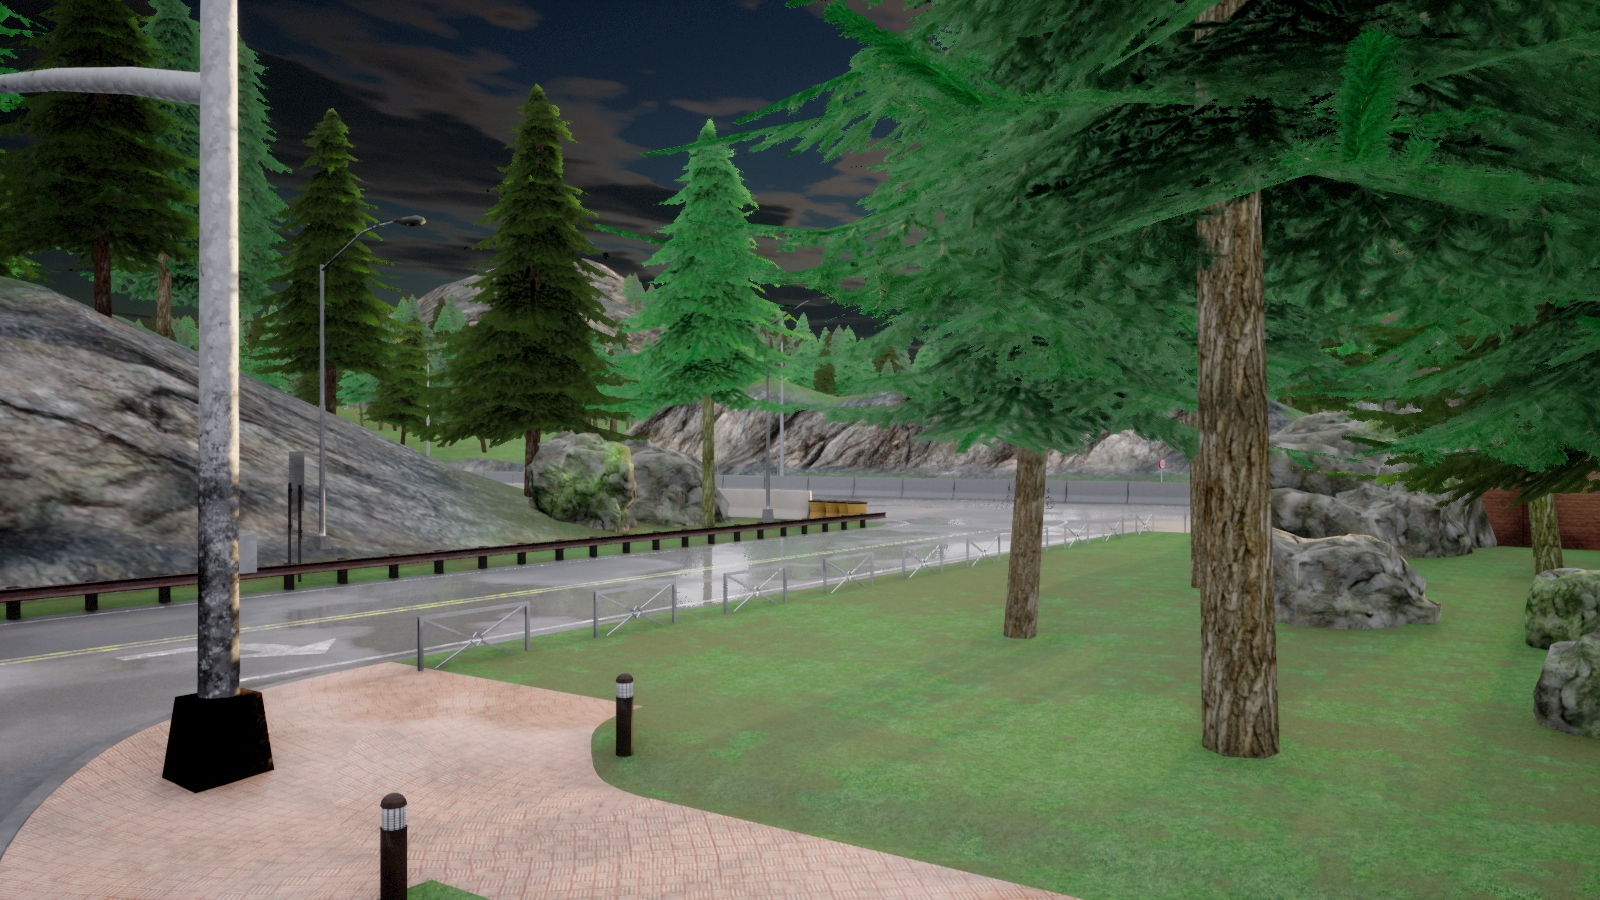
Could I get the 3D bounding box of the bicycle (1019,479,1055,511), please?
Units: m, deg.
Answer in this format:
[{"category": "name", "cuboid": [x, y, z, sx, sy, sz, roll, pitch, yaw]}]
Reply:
[{"category": "bicycle", "cuboid": [11.132, 2.097, 53.641, 1.643, 1.414, 0.373, 0, 0, 34]}]
